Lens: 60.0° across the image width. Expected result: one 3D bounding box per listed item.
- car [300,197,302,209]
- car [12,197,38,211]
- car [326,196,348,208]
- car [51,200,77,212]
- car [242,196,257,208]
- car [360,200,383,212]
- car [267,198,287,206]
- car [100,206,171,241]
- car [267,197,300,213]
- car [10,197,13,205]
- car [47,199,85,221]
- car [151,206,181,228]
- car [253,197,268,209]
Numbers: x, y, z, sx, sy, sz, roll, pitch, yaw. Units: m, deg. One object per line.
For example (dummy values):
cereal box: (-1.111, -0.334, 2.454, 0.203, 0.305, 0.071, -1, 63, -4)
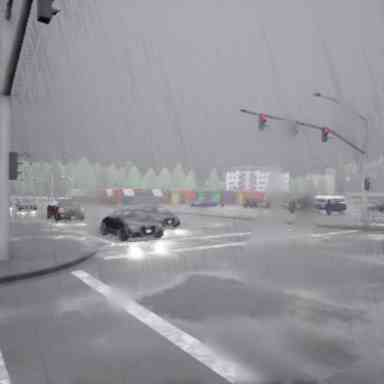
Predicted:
car: (19.398, 1.845, 66.991, 4.605, 1.855, 1.932, 1, -1, -35)
car: (-20.543, 1.598, 41.249, 1.994, 1.385, 4.181, 1, -1, -35)
car: (33.682, 2.069, 77.134, 3.866, 1.878, 1.905, 1, -1, -35)
car: (-15.551, 1.680, 40.276, 1.895, 1.301, 4.718, 1, -1, -36)
car: (10.318, 1.654, 53.756, 4.605, 1.855, 1.932, 1, -1, -35)
car: (29.237, 2.087, 53.253, 3.806, 1.475, 1.970, 1, -1, -35)
car: (17.774, 2.056, 69.390, 3.905, 1.438, 1.784, 1, -1, -35)
car: (-3.112, 1.599, 16.861, 1.994, 1.385, 4.181, 1, -1, -35)
car: (13.581, 1.896, 49.231, 3.806, 1.475, 1.970, 1, -1, -35)
car: (-28.191, 1.527, 52.015, 2.128, 1.511, 4.902, 1, -1, -36)
car: (-10.342, 1.390, 27.193, 2.097, 1.767, 4.553, 1, -1, -36)
car: (-2.504, 1.644, 22.114, 1.994, 1.385, 4.181, 1, -1, -36)
car: (11.908, 1.865, 51.594, 3.905, 1.438, 1.784, 1, -1, -35)
